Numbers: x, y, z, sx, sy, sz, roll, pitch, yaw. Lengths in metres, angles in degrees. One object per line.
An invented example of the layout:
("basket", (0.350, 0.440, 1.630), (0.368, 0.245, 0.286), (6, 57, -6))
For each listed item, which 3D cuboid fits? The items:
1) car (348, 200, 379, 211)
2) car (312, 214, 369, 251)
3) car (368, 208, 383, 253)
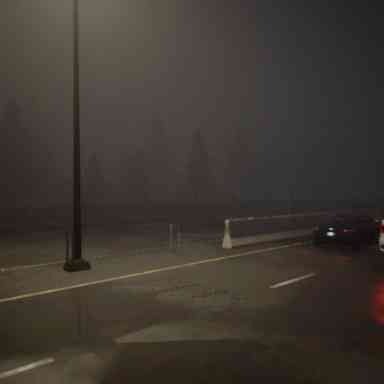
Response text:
("car", (24.789, 1.874, 48.050), (5.357, 1.411, 2.033), (0, -1, -40))
("car", (7.177, 1.674, 14.823), (4.181, 1.385, 1.994), (0, -1, -40))
("car", (8.401, 1.276, 11.300), (5.566, 2.045, 2.150), (0, -1, -40))
